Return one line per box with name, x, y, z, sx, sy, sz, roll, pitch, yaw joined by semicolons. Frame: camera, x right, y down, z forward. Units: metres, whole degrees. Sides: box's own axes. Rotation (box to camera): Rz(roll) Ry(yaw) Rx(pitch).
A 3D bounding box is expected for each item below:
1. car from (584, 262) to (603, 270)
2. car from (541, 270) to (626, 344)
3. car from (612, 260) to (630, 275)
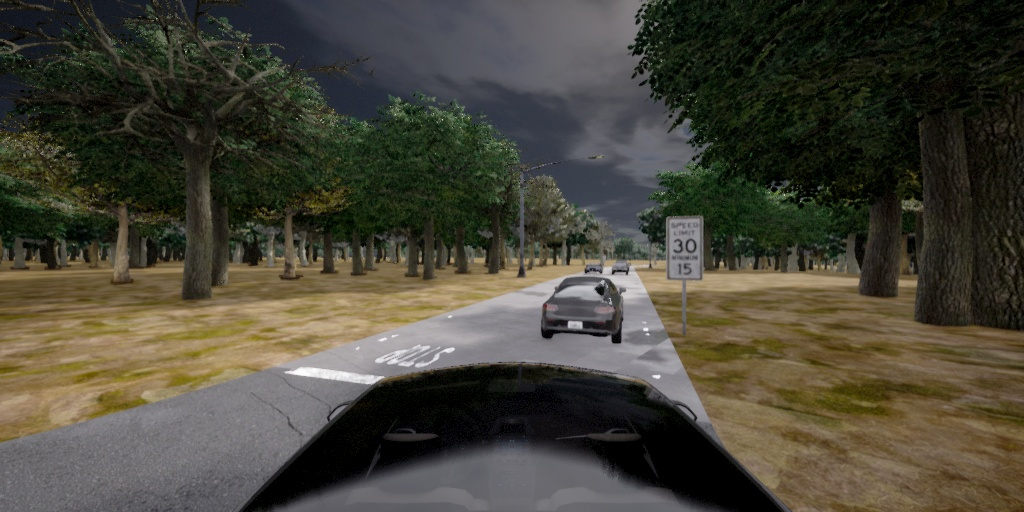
car;10.109;1.471;44.058;1.994;1.385;4.181;0;-1;18
car;2.029;1.272;9.657;1.812;1.442;4.674;0;0;18
car;12.792;1.446;42.361;2.033;1.411;5.357;0;-1;18
